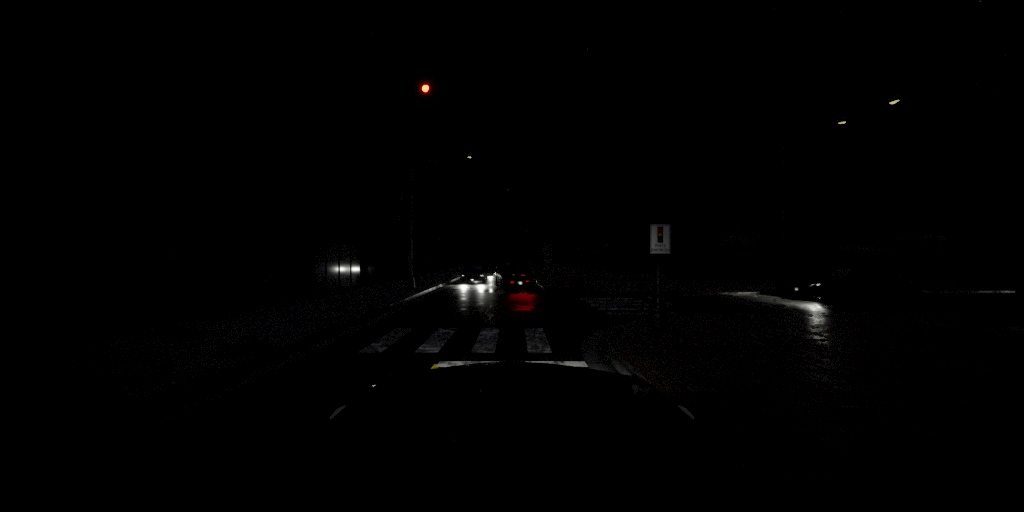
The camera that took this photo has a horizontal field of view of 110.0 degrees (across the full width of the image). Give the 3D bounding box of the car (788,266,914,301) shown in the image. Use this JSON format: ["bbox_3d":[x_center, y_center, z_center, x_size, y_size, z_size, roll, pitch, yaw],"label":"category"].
[{"bbox_3d":[14.985,1.183,15.948,4.674,1.442,1.812,0,0,0],"label":"car"}]

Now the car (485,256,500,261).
[{"bbox_3d":[-2.873,0.996,48.973,2.150,2.045,5.566,0,0,0],"label":"car"}]

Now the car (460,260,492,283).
[{"bbox_3d":[-2.883,1.303,28.043,2.033,1.411,5.357,0,0,-1],"label":"car"}]

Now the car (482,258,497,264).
[{"bbox_3d":[-2.875,1.268,38.451,1.837,1.490,4.892,0,0,0],"label":"car"}]

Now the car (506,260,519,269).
[{"bbox_3d":[0.056,1.336,59.610,2.033,1.411,5.357,0,0,0],"label":"car"}]

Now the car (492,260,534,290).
[{"bbox_3d":[0.110,1.259,22.459,1.837,1.490,4.892,-3,0,-9],"label":"car"}]
